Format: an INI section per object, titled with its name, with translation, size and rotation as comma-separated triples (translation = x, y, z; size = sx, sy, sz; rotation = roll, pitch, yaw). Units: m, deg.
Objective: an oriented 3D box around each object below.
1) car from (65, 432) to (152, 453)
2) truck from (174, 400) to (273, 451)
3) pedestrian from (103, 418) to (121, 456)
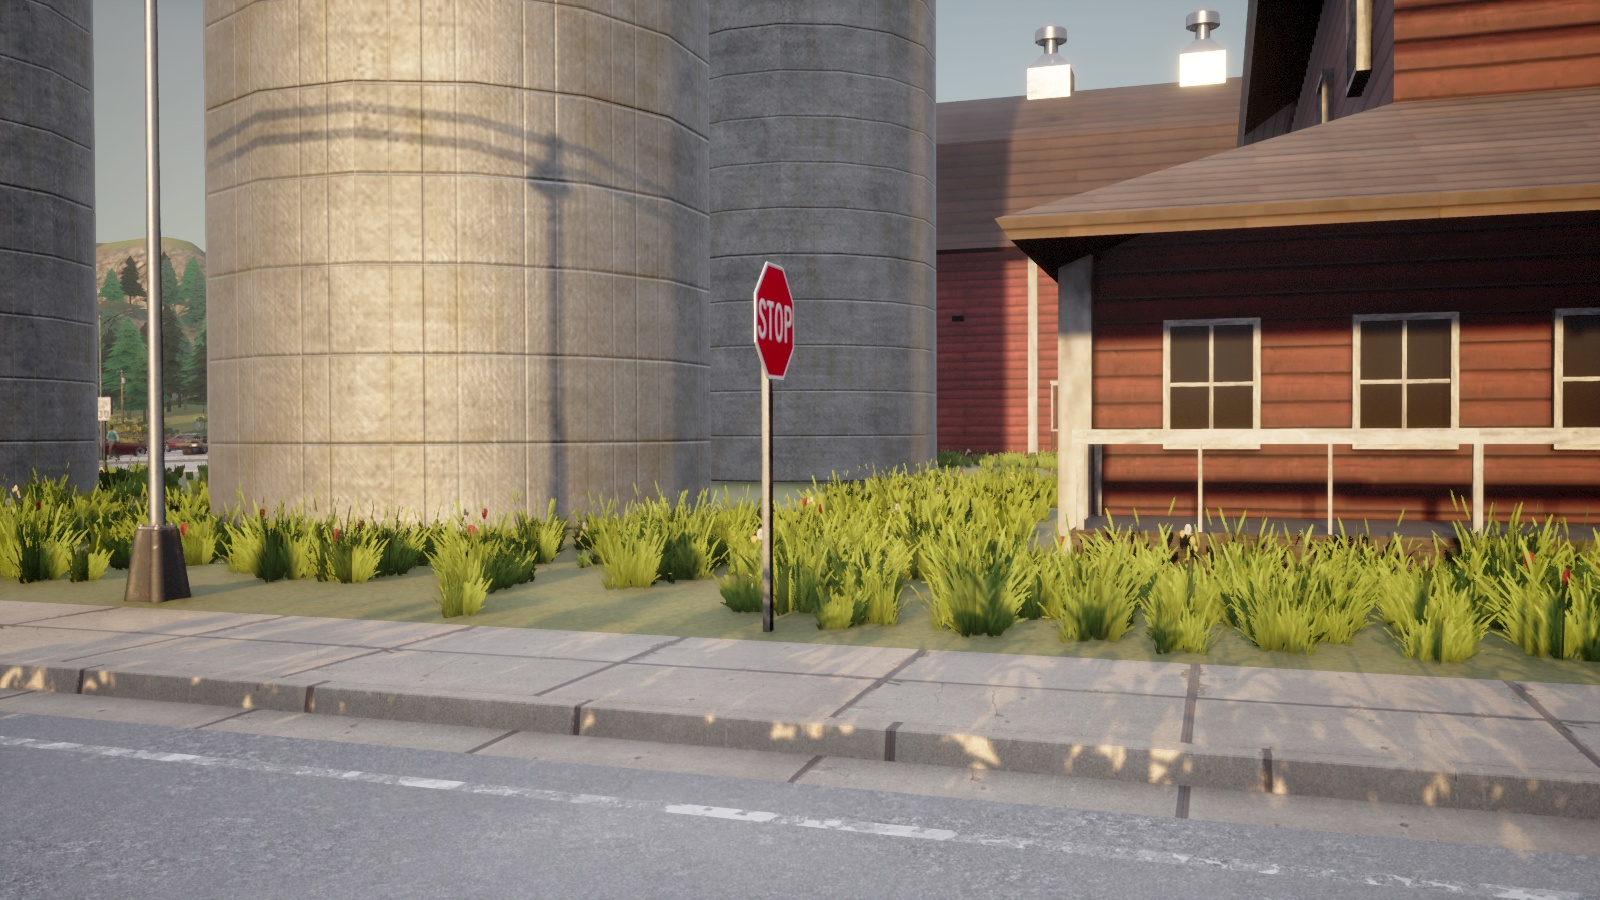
[car]
translation = -43.209, -0.493, 78.581
size = 1.895, 1.301, 4.718
rotation = 1, 1, 18
[truck]
translation = -40.758, -1.735, 89.147
size = 2.891, 3.462, 7.936
rotation = 0, 1, 4
[pedestrian]
translation = -34.365, -0.651, 62.708
size = 0.396, 1.930, 0.692
rotation = 0, 1, 13
